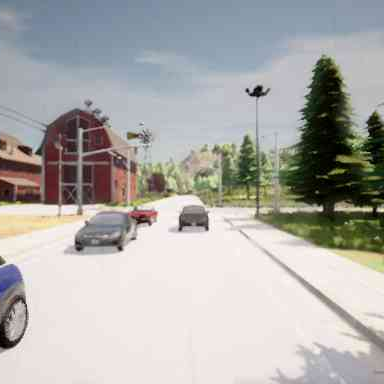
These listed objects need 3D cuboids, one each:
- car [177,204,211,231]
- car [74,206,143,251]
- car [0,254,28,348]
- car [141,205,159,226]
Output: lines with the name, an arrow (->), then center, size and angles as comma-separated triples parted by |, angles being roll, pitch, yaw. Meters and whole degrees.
car -> 0.110, 1.539, 20.912 | 1.837, 1.490, 4.892 | 0, 0, 0
car -> -3.493, 1.548, 14.314 | 1.812, 1.442, 4.674 | 0, 0, 0
car -> -3.595, 1.358, 3.258 | 2.097, 1.767, 4.553 | 0, 0, 0
car -> -3.518, 1.638, 23.662 | 1.895, 1.301, 4.718 | 0, 0, 1
